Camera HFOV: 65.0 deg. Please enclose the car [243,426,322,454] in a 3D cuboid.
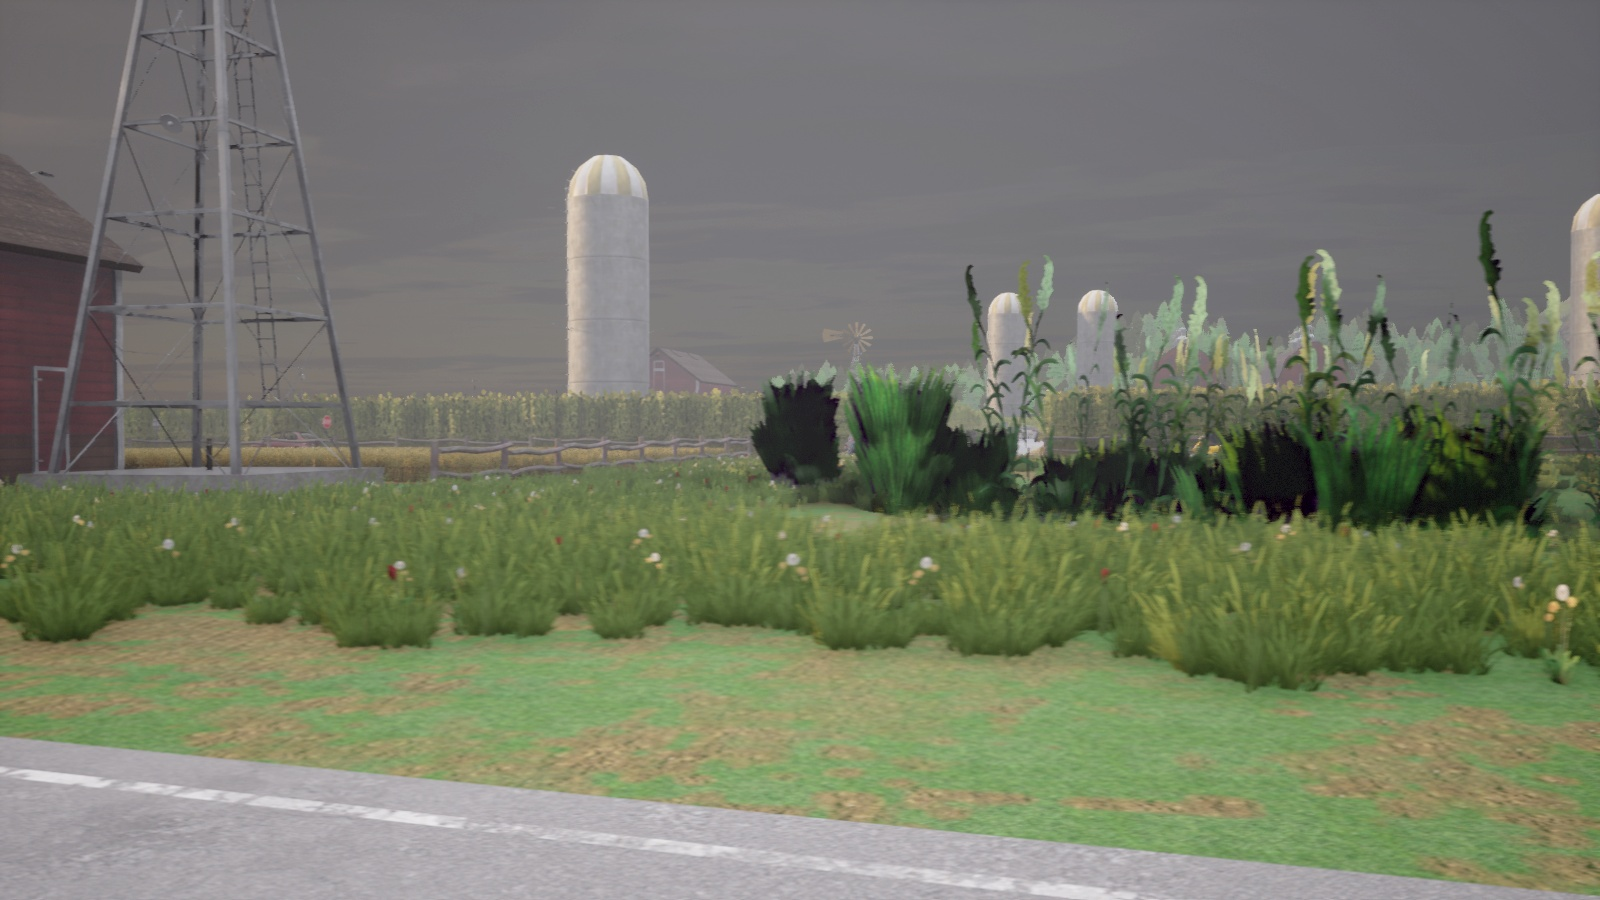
[{"bbox_3d":[-30.533,-0.577,74.125,3.988,1.617,1.851,0,1,13],"label":"car"}]
